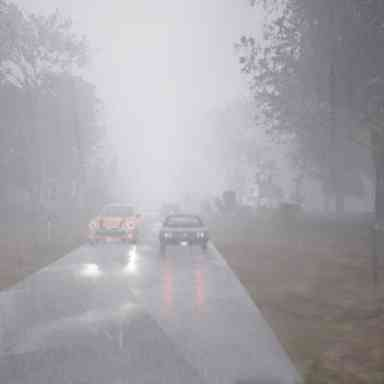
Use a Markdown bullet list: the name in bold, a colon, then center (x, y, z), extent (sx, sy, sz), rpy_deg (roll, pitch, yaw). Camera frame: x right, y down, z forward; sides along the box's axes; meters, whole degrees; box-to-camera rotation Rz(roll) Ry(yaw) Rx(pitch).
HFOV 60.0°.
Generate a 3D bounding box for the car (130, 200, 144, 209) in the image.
- **car**: center (-9.485, 2.061, 56.802), extent (2.033, 1.411, 5.357), rpy_deg (1, -1, -12)

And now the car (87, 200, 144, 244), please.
- **car**: center (-3.462, 1.361, 15.671), extent (2.097, 1.767, 4.553), rpy_deg (0, 0, -4)

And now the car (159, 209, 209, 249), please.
- **car**: center (-0.423, 1.628, 14.546), extent (1.895, 1.301, 4.718), rpy_deg (0, 0, -3)

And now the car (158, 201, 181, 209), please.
- **car**: center (-2.160, 1.658, 32.460), extent (1.837, 1.490, 4.892), rpy_deg (1, -1, -7)
